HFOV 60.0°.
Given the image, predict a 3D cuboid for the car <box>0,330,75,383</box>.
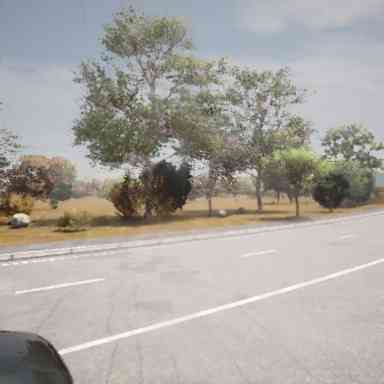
[{"bbox_3d":[-2.781,1.567,1.883,4.181,1.385,1.994,0,0,-35],"label":"car"}]
